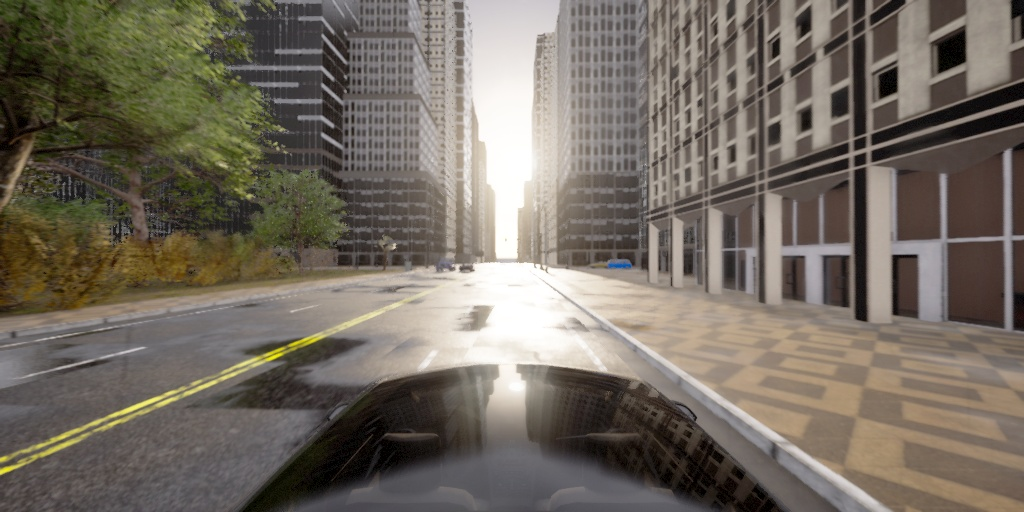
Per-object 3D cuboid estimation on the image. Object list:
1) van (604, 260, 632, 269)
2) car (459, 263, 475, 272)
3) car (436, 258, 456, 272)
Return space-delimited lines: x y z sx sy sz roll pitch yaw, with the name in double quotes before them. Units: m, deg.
"van" 18.358 1.497 61.342 3.998 1.789 1.690 0 0 2
"car" -6.519 1.658 52.129 1.895 1.301 4.718 0 0 0
"car" -9.758 1.292 53.226 2.150 2.045 5.566 0 -1 0
